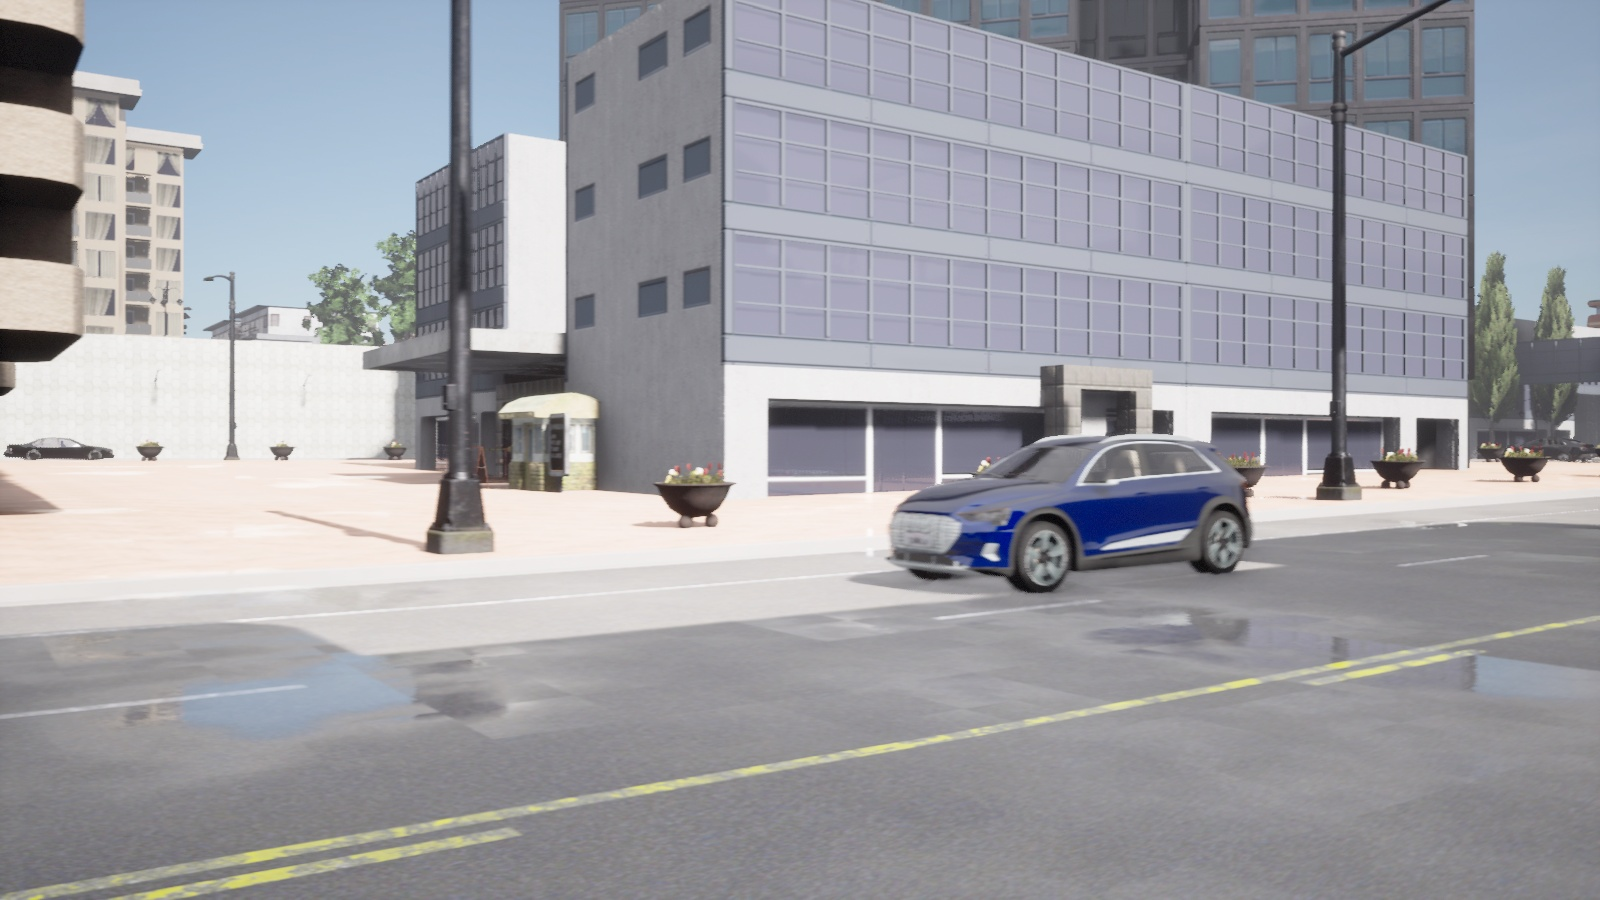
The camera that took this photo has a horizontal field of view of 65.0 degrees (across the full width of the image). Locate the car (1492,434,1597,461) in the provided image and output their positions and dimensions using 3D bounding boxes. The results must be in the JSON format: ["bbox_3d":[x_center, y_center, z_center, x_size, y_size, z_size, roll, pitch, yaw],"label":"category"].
[{"bbox_3d":[42.776,-0.110,72.231,1.837,1.490,4.892,0,0,-34],"label":"car"}]

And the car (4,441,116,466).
[{"bbox_3d":[-41.879,0.184,71.119,5.357,1.411,2.033,0,0,-33],"label":"car"}]

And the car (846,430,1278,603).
[{"bbox_3d":[3.087,0.620,14.335,4.856,1.649,2.033,-1,0,-35],"label":"car"}]
